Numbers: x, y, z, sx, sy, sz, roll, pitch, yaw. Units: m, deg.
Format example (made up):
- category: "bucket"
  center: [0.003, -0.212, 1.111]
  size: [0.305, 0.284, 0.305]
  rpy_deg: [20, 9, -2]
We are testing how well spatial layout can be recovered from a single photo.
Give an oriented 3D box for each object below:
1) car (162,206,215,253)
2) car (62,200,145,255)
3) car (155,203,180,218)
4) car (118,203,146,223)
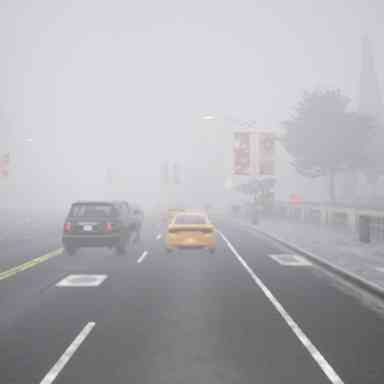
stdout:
- category: "car"
  center: [-0.065, 1.613, 14.475]
  size: [1.882, 1.535, 5.008]
  rpy_deg: [0, 0, 0]
- category: "car"
  center: [-3.556, 1.348, 14.017]
  size: [2.150, 2.045, 5.566]
  rpy_deg: [0, 0, 0]
- category: "car"
  center: [-2.120, 1.764, 30.788]
  size: [1.882, 1.535, 5.008]
  rpy_deg: [0, 0, -18]
- category: "car"
  center: [-5.415, 1.783, 29.619]
  size: [1.837, 1.490, 4.892]
  rpy_deg: [0, 0, -17]
